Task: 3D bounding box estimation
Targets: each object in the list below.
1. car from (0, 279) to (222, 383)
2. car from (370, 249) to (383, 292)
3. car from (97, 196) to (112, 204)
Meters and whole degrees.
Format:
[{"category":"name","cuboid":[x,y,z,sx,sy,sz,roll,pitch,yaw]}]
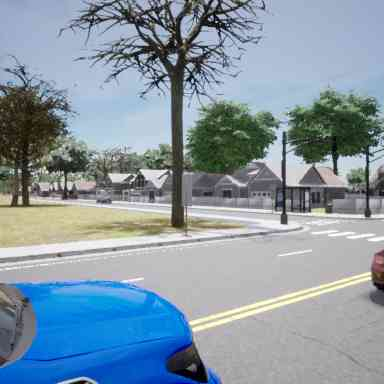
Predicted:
[{"category":"car","cuboid":[-2.419,1.222,1.716,5.566,2.045,2.150,0,0,-36]},{"category":"car","cuboid":[5.872,1.525,7.599,4.674,1.442,1.812,0,0,-36]},{"category":"car","cuboid":[-17.805,1.626,67.353,1.812,1.442,4.674,0,0,-35]}]
